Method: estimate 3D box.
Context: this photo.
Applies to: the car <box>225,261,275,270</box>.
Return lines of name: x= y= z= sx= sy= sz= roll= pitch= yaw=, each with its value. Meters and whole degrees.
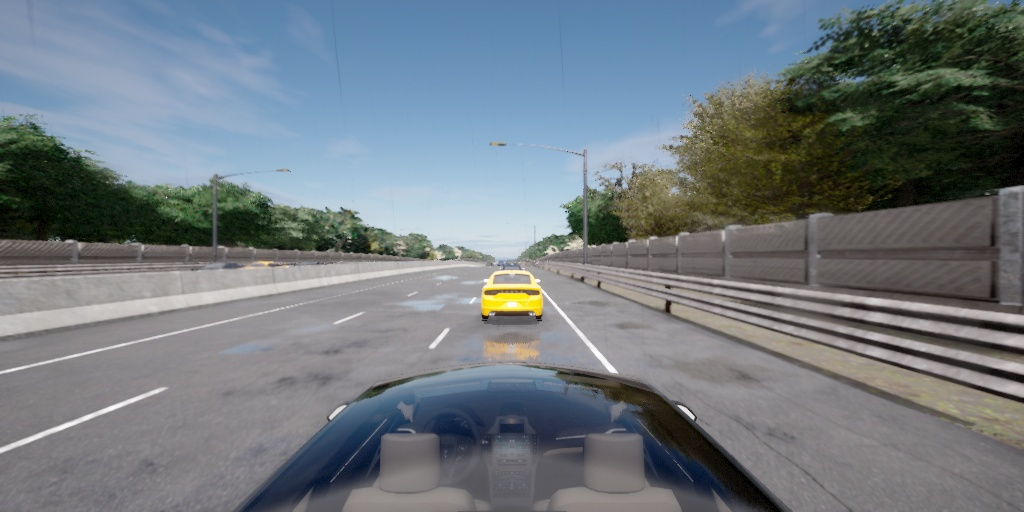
car: x=-21.099 y=1.240 z=30.305 sx=1.882 sy=1.535 sz=5.008 roll=0 pitch=0 yaw=0

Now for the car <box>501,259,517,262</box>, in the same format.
car: x=-0.005 y=1.228 z=48.666 sx=2.097 sy=1.767 sz=4.553 roll=0 pitch=-1 yaw=0

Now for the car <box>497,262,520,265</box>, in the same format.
car: x=-0.003 y=1.323 z=26.181 sx=1.994 sy=1.385 sz=4.181 roll=0 pitch=0 yaw=0

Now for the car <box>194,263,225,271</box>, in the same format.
car: x=-24.598 y=1.289 z=30.330 sx=1.812 sy=1.442 sz=4.674 roll=0 pitch=0 yaw=0

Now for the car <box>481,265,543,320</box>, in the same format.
car: x=0.000 y=1.240 z=12.671 sx=1.882 sy=1.535 sz=5.008 roll=0 pitch=0 yaw=0

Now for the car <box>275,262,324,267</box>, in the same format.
car: x=-17.599 y=1.269 z=30.786 sx=1.837 sy=1.490 sz=4.892 roll=0 pitch=0 yaw=0
